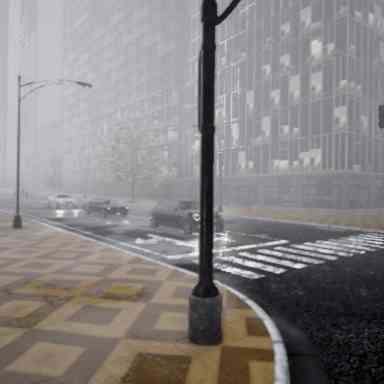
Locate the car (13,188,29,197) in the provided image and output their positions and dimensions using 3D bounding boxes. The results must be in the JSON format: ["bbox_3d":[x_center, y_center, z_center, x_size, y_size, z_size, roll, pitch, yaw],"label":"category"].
[{"bbox_3d":[-31.701,0.076,61.672,1.882,1.535,5.008,1,1,-39],"label":"car"}]

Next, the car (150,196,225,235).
[{"bbox_3d":[-0.342,1.170,17.898,2.097,1.767,4.553,1,1,-39],"label":"car"}]

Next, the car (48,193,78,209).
[{"bbox_3d":[-13.052,0.876,33.403,1.812,1.442,4.674,1,1,-39],"label":"car"}]

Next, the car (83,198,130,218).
[{"bbox_3d":[-6.654,1.187,25.578,1.895,1.301,4.718,1,1,-39],"label":"car"}]
